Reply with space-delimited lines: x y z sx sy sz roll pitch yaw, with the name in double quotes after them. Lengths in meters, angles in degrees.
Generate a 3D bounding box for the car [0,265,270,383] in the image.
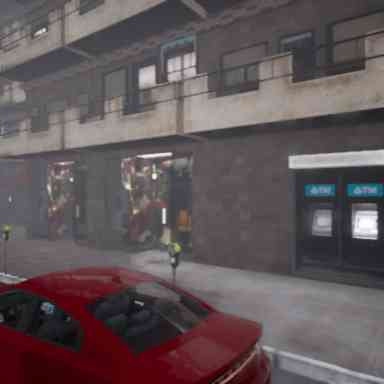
-1.377 1.564 3.850 4.507 1.381 1.887 0 0 35 "car"
